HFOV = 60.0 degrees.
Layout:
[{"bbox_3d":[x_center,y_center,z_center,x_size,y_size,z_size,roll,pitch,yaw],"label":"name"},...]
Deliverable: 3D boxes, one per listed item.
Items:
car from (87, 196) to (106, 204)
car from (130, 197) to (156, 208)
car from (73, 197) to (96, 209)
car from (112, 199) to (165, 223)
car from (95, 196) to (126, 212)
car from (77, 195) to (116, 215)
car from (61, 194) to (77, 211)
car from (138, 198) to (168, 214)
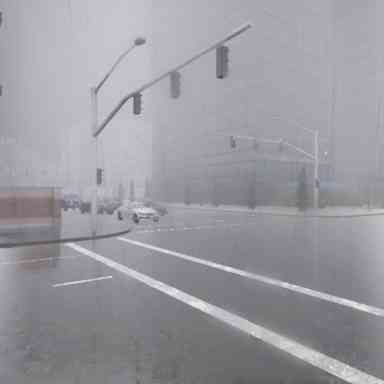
[{"bbox_3d":[-18.447,1.491,64.034,2.128,1.511,4.902,0,0,-36],"label":"car"},{"bbox_3d":[-7.158,1.526,48.265,1.812,1.442,4.674,0,0,-36],"label":"car"},{"bbox_3d":[-15.406,1.526,47.447,1.812,1.442,4.674,0,0,-35],"label":"car"},{"bbox_3d":[-4.294,1.526,25.887,1.812,1.442,4.674,0,0,-36],"label":"car"},{"bbox_3d":[-9.779,1.352,39.563,2.097,1.767,4.553,0,0,-36],"label":"car"},{"bbox_3d":[-9.518,1.352,33.187,2.097,1.767,4.553,0,0,-36],"label":"car"},{"bbox_3d":[-15.112,1.221,41.003,2.150,2.045,5.566,0,0,-36],"label":"car"},{"bbox_3d":[-4.402,1.547,32.049,2.033,1.411,5.357,0,0,-36],"label":"car"}]
